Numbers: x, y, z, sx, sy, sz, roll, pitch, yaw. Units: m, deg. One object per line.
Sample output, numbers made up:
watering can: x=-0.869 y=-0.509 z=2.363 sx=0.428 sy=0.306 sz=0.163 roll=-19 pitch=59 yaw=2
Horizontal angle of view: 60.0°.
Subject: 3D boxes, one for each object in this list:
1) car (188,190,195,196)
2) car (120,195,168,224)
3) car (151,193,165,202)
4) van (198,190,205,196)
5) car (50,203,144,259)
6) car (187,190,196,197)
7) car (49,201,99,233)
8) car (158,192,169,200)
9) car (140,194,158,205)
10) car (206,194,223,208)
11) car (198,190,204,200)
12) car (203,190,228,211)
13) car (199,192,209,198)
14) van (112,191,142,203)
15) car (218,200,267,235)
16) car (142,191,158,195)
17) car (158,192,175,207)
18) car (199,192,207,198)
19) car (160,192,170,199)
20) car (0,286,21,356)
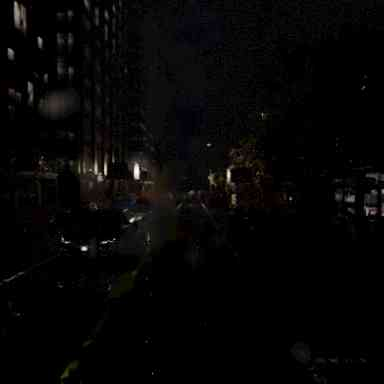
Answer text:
car: x=-0.124 y=0.234 z=90.231 sx=1.837 sy=1.490 sz=4.892 roll=0 pitch=1 yaw=0
car: x=-3.074 y=1.226 z=22.315 sx=2.128 sy=1.511 sz=4.902 roll=0 pitch=1 yaw=1
car: x=-5.779 y=0.868 z=56.566 sx=1.887 sy=1.381 sz=4.507 roll=-1 pitch=1 yaw=0
van: x=2.552 y=0.248 z=89.768 sx=1.690 sy=1.788 sz=3.998 roll=-1 pitch=1 yaw=0
car: x=-3.106 y=1.364 z=12.021 sx=1.837 sy=1.490 sz=4.892 roll=0 pitch=1 yaw=0
car: x=-0.109 y=0.555 z=79.949 sx=2.033 sy=1.411 sz=5.357 roll=0 pitch=1 yaw=0
car: x=-5.737 y=1.242 z=17.096 sx=1.967 sy=1.590 sz=4.097 roll=-1 pitch=1 yaw=0
car: x=-5.794 y=0.717 z=67.465 sx=1.752 sy=1.417 sz=4.829 roll=-1 pitch=1 yaw=0
car: x=-5.763 y=0.985 z=45.327 sx=1.752 sy=1.417 sz=4.829 roll=-1 pitch=1 yaw=0
car: x=2.624 y=1.034 z=40.134 sx=1.752 sy=1.417 sz=4.829 roll=-1 pitch=1 yaw=0
car: x=2.590 y=0.557 z=62.098 sx=2.192 sy=1.841 sz=5.009 roll=-1 pitch=1 yaw=0
car: x=2.628 y=0.893 z=34.427 sx=2.192 sy=1.841 sz=5.009 roll=-1 pitch=1 yaw=0
car: x=2.579 y=0.674 z=73.169 sx=1.947 sy=1.339 sz=4.313 roll=-1 pitch=1 yaw=0
van: x=-5.744 y=1.000 z=28.892 sx=1.690 sy=1.788 sz=3.998 roll=-1 pitch=1 yaw=0
car: x=2.668 y=1.339 z=17.092 sx=2.008 sy=1.369 sz=4.403 roll=-1 pitch=1 yaw=0
car: x=-5.759 y=0.840 z=39.960 sx=2.192 sy=1.841 sz=5.009 roll=-1 pitch=1 yaw=0
car: x=-3.055 y=0.968 z=40.827 sx=2.033 sy=1.411 sz=5.357 roll=0 pitch=1 yaw=0
car: x=2.572 y=0.623 z=78.703 sx=1.802 sy=1.307 sz=4.206 roll=-1 pitch=1 yaw=0
car: x=-5.802 y=0.649 z=72.999 sx=1.752 sy=1.417 sz=4.829 roll=-1 pitch=1 yaw=0
car: x=-3.103 y=1.528 z=1.904 sx=2.033 sy=1.411 sz=5.357 roll=0 pitch=1 yaw=0
